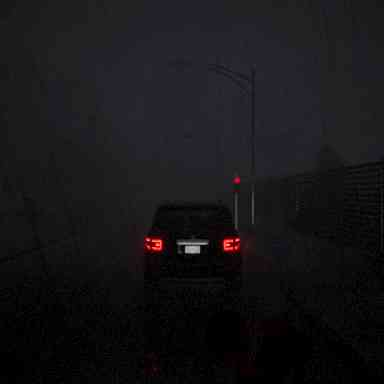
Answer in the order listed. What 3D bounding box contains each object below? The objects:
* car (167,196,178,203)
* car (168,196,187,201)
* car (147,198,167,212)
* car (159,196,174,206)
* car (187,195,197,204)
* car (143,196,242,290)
[{"bbox_3d":[-4.089,1.595,70.201,1.895,1.301,4.718,0,0,0],"label":"car"},{"bbox_3d":[-3.815,1.595,87.275,4.718,1.301,1.895,0,0,40],"label":"car"},{"bbox_3d":[-4.147,1.506,39.788,1.837,1.490,4.892,0,0,0],"label":"car"},{"bbox_3d":[-4.158,1.491,55.075,2.128,1.511,4.902,0,0,0],"label":"car"},{"bbox_3d":[0.017,1.477,65.443,1.882,1.535,5.008,0,0,0],"label":"car"},{"bbox_3d":[0.032,1.221,9.199,2.150,2.045,5.566,0,0,0],"label":"car"}]
